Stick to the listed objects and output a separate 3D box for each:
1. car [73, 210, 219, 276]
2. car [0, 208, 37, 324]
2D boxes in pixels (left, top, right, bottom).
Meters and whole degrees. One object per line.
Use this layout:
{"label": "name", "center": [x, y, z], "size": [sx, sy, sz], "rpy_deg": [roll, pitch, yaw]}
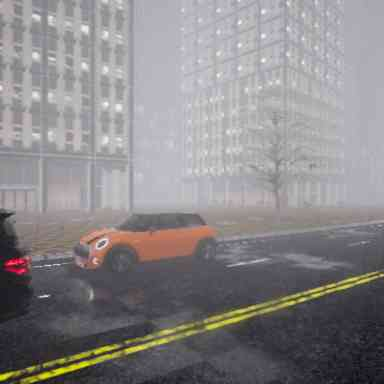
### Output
{"label": "car", "center": [-1.368, 1.411, 10.711], "size": [4.553, 1.767, 2.097], "rpy_deg": [1, 0, -36]}
{"label": "car", "center": [-4.989, 1.221, 4.142], "size": [5.566, 2.045, 2.150], "rpy_deg": [1, -1, -35]}
